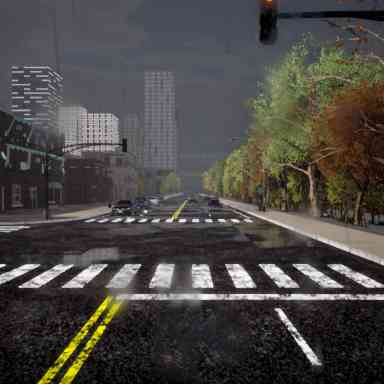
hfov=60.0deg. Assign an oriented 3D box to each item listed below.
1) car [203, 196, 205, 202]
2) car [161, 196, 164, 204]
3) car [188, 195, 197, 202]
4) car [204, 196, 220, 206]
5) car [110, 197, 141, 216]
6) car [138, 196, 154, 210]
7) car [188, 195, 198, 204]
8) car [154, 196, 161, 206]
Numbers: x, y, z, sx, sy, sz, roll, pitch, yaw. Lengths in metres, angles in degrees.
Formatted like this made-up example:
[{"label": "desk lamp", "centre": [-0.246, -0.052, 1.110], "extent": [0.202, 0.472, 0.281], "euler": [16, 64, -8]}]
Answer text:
[{"label": "car", "centre": [3.412, 1.510, 74.435], "extent": [2.033, 1.411, 5.357], "euler": [0, 0, 0]}, {"label": "car", "centre": [-6.413, 1.468, 63.517], "extent": [2.128, 1.511, 4.902], "euler": [0, 0, 1]}, {"label": "car", "centre": [0.157, 1.471, 74.398], "extent": [1.837, 1.490, 4.892], "euler": [0, 0, 0]}, {"label": "car", "centre": [3.461, 1.528, 53.413], "extent": [2.033, 1.411, 5.357], "euler": [0, 0, 0]}, {"label": "car", "centre": [-6.524, 1.516, 32.588], "extent": [1.812, 1.442, 4.674], "euler": [0, 0, 0]}, {"label": "car", "centre": [-6.500, 1.338, 42.781], "extent": [2.097, 1.767, 4.553], "euler": [0, 0, 0]}, {"label": "car", "centre": [0.233, 1.577, 64.285], "extent": [1.895, 1.301, 4.718], "euler": [0, 0, 0]}, {"label": "car", "centre": [-6.472, 1.507, 53.074], "extent": [1.812, 1.442, 4.674], "euler": [0, 0, 0]}]
